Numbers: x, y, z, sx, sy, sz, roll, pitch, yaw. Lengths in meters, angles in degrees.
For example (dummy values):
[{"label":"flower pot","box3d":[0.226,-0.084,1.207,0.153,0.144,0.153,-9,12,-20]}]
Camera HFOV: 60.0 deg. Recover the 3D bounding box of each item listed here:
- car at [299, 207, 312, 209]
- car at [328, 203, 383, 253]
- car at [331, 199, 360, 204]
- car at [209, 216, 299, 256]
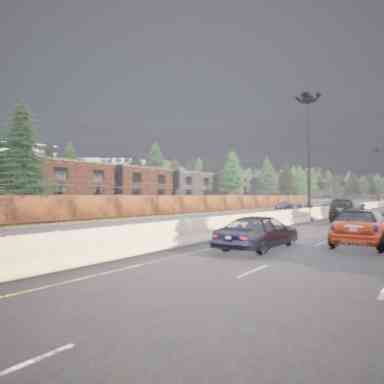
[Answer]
[{"label":"car","box3d":[17.821,2.247,52.410,1.812,1.442,4.674,-1,-1,37]},{"label":"car","box3d":[7.732,1.543,15.007,2.097,1.767,4.553,-1,-1,37]},{"label":"car","box3d":[13.379,1.593,28.532,2.150,2.045,5.566,-1,-1,37]},{"label":"car","box3d":[2.857,1.763,14.340,2.033,1.411,5.357,-1,-1,37]}]
